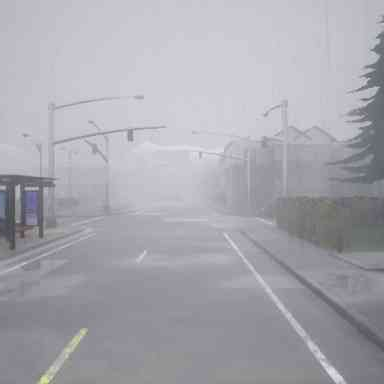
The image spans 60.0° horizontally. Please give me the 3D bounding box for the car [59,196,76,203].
[{"bbox_3d":[-25.952,1.550,69.460,1.970,1.475,3.806,0,0,0],"label":"car"}]

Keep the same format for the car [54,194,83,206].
[{"bbox_3d":[-18.922,1.487,50.989,2.007,1.523,4.514,0,0,0],"label":"car"}]

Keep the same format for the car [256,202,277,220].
[{"bbox_3d":[8.063,1.461,29.520,4.553,1.767,2.097,0,0,0],"label":"car"}]

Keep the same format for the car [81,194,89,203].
[{"bbox_3d":[-22.625,1.266,68.858,1.905,1.878,3.866,0,0,0],"label":"car"}]

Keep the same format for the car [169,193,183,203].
[{"bbox_3d":[-3.500,1.216,69.401,2.150,2.045,5.566,0,0,0],"label":"car"}]

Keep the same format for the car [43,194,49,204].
[{"bbox_3d":[-25.891,1.286,60.981,1.932,1.855,4.605,0,0,0],"label":"car"}]
